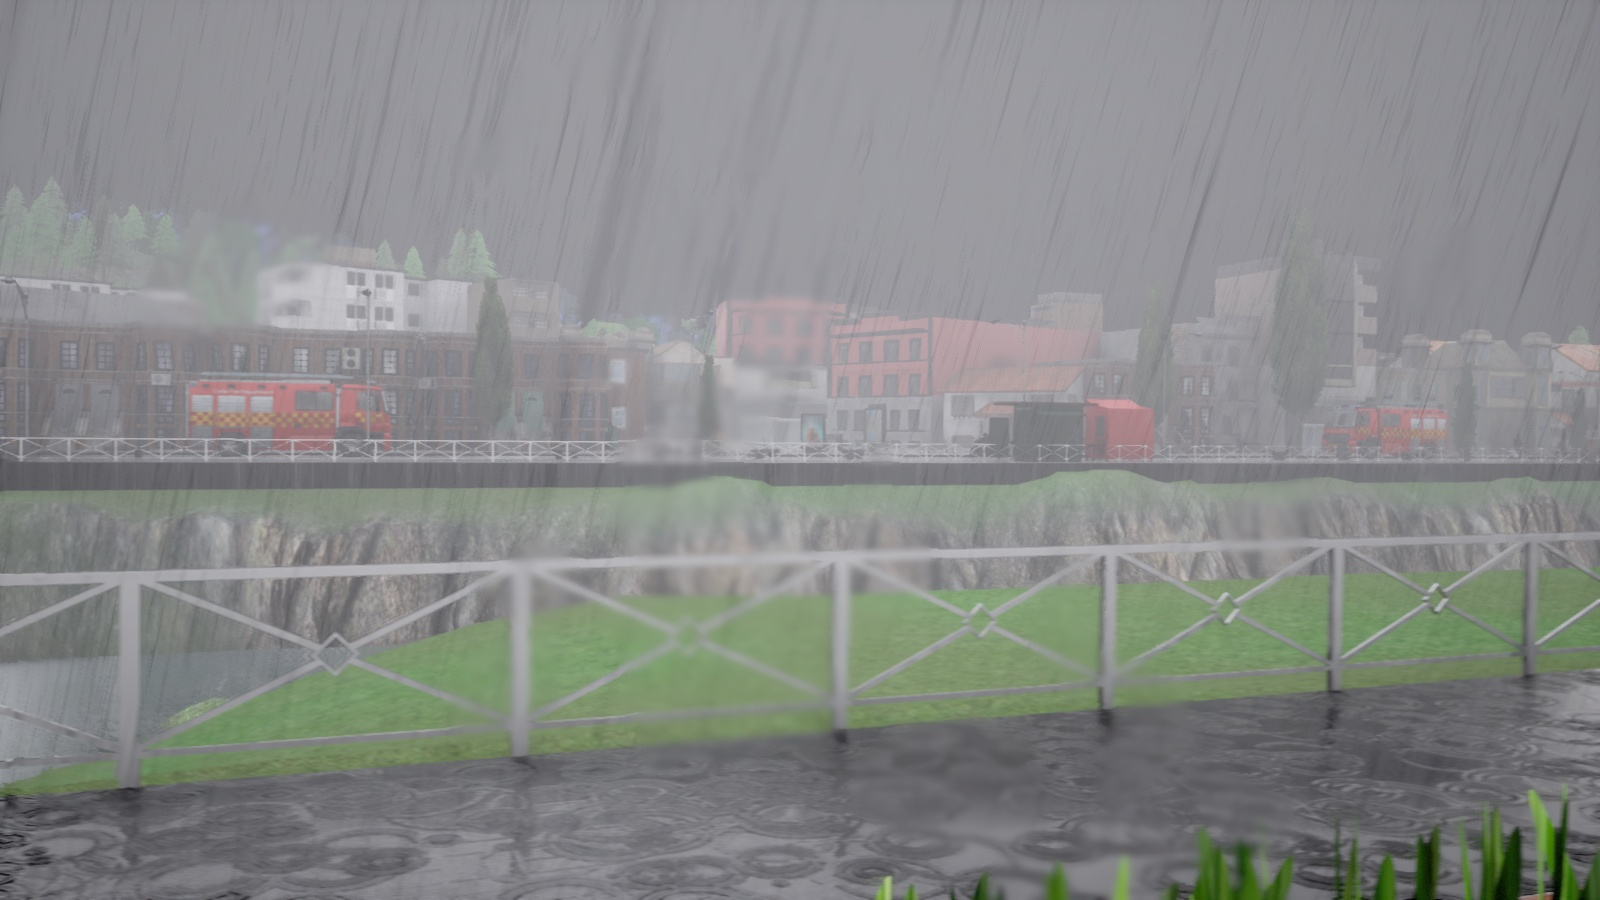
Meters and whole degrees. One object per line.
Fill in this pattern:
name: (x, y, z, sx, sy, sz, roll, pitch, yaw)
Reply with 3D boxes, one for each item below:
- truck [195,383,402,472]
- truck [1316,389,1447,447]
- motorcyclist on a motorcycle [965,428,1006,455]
truck: (-22.573, -1.048, 56.893, 8.468, 3.827, 2.891, -1, 1, -21)
truck: (39.213, -2.168, 84.650, 8.468, 3.827, 2.891, -1, 1, -21)
motorcyclist on a motorcycle: (10.912, -0.488, 73.912, 2.191, 1.530, 0.866, -1, 1, -21)
